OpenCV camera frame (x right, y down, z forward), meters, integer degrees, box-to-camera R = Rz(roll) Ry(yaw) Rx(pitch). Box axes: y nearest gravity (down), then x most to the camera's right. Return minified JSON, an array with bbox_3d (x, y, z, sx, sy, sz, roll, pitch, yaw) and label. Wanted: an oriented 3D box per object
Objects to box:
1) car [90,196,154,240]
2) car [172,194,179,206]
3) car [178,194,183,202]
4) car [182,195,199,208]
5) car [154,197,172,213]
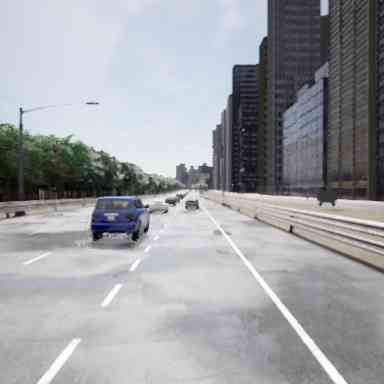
[{"bbox_3d":[-3.502,1.232,17.097,2.150,2.045,5.566,0,0,0],"label":"car"},{"bbox_3d":[-3.622,1.589,56.730,1.837,1.490,4.892,0,0,0],"label":"car"},{"bbox_3d":[-3.746,1.696,77.277,1.994,1.385,4.181,0,0,0],"label":"car"},{"bbox_3d":[0.018,1.554,48.445,2.128,1.511,4.902,0,0,0],"label":"car"},{"bbox_3d":[-3.542,1.566,36.717,1.812,1.442,4.674,0,0,0],"label":"car"}]
